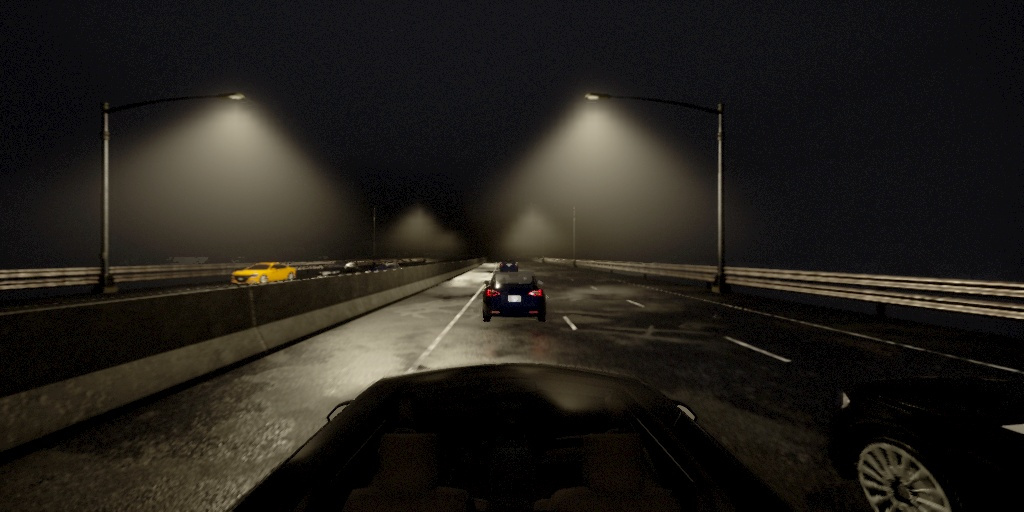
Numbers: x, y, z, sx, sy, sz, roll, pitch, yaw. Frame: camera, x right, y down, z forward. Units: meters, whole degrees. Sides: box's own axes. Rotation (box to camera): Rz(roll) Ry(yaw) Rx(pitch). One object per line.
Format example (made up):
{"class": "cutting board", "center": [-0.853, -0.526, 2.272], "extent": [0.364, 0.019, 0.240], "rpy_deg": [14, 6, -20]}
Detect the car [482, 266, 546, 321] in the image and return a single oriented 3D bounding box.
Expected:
{"class": "car", "center": [0.055, 1.254, 12.498], "extent": [2.163, 1.488, 4.792], "rpy_deg": [0, 0, 0]}

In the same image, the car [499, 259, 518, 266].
{"class": "car", "center": [-0.375, 1.096, 41.832], "extent": [2.097, 1.767, 4.553], "rpy_deg": [0, 0, -1]}

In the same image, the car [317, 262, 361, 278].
{"class": "car", "center": [-14.331, 1.245, 30.003], "extent": [2.128, 1.511, 4.902], "rpy_deg": [0, 0, -1]}

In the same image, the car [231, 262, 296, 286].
{"class": "car", "center": [-17.777, 1.232, 25.944], "extent": [1.882, 1.535, 5.008], "rpy_deg": [0, 0, -1]}

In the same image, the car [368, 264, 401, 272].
{"class": "car", "center": [-10.849, 1.353, 31.291], "extent": [1.895, 1.301, 4.718], "rpy_deg": [0, 0, -1]}

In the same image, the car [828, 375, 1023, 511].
{"class": "car", "center": [3.592, 1.241, 1.011], "extent": [2.128, 1.511, 4.902], "rpy_deg": [0, 0, 0]}
